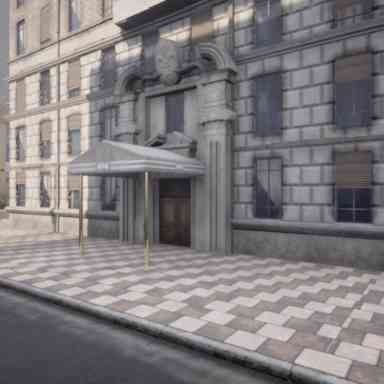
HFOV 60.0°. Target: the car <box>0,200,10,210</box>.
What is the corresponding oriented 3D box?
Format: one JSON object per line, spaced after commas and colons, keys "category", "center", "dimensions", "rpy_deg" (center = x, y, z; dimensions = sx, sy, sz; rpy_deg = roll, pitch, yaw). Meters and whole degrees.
{"category": "car", "center": [-24.060, 1.599, 40.470], "dimensions": [1.895, 1.301, 4.718], "rpy_deg": [0, 0, 35]}
